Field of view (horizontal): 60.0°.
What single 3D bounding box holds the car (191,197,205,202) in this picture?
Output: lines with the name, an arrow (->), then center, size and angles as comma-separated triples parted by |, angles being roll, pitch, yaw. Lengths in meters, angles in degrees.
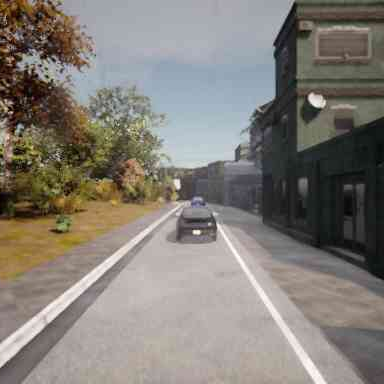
car -> 0.785, 1.366, 42.758 | 1.812, 1.442, 4.674 | 0, 0, 1

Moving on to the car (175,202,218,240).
car -> 0.229, 1.446, 16.473 | 1.837, 1.490, 4.892 | 0, 0, 1
